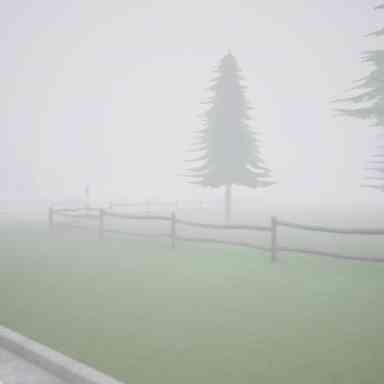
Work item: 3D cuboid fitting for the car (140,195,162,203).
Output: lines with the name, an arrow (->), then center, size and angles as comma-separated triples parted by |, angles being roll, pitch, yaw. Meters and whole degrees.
car -> -7.601, 1.383, 61.523 | 2.128, 1.511, 4.902 | 0, 0, 35

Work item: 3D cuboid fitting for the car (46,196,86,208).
car -> -17.525, 1.393, 47.170 | 1.882, 1.535, 5.008 | 0, 0, 35

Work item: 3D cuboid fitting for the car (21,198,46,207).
car -> -23.489, 1.509, 50.831 | 1.895, 1.301, 4.718 | 0, 0, 35

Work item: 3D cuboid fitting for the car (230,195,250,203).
car -> 9.502, 1.412, 65.647 | 1.812, 1.442, 4.674 | 0, 0, 36

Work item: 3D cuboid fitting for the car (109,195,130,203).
car -> -14.012, 1.411, 64.530 | 1.812, 1.442, 4.674 | 0, 0, 35

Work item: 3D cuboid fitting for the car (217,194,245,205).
car -> 6.479, 1.430, 55.298 | 1.812, 1.442, 4.674 | 0, 0, 36

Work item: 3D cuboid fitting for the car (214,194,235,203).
car -> 6.650, 1.235, 67.676 | 2.097, 1.767, 4.553 | 0, 0, 36

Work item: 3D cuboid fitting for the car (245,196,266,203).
car -> 12.353, 1.492, 63.617 | 1.895, 1.301, 4.718 | 0, 0, 36

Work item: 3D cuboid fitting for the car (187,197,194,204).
car -> 1.183, 1.443, 59.923 | 2.033, 1.411, 5.357 | 0, 0, 36

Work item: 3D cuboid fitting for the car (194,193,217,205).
car -> 3.309, 1.120, 56.887 | 2.150, 2.045, 5.566 | 0, 0, 36
